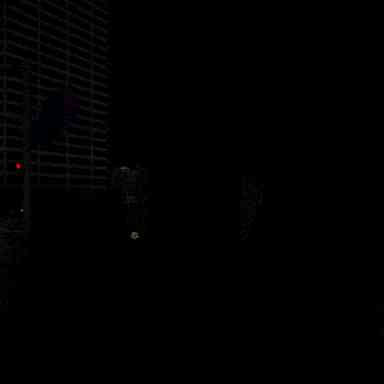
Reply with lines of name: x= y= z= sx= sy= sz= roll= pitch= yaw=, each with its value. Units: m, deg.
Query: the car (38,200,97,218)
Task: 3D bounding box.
car: x=-11.149 y=1.478 z=30.782 sx=1.882 sy=1.535 sz=5.008 roll=0 pitch=0 yaw=35

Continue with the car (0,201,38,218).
car: x=-15.521 y=1.547 z=30.663 sx=2.033 sy=1.411 sz=5.357 roll=0 pitch=0 yaw=35
